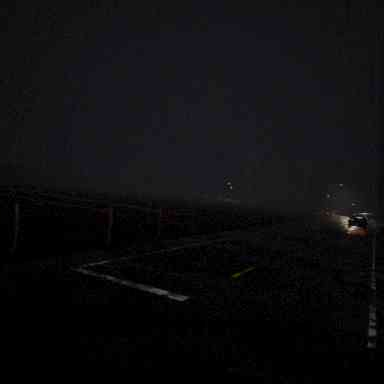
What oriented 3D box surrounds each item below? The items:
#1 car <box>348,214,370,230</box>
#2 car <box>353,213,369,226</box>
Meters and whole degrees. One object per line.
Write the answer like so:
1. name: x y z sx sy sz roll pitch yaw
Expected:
1. car: 18.829 3.352 37.705 2.128 1.511 4.902 5 0 30
2. car: 23.991 3.891 47.176 1.812 1.442 4.674 5 0 29
